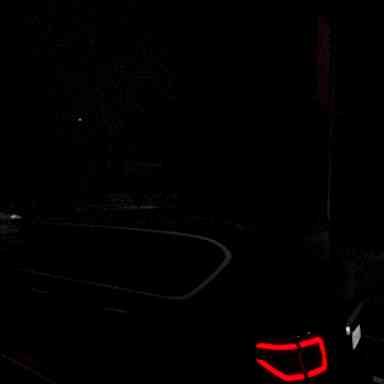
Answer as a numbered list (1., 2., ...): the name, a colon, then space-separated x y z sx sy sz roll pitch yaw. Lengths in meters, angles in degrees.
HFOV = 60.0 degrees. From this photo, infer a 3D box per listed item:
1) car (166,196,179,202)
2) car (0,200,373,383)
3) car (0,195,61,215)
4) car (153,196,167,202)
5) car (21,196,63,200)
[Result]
1. car: -0.846 1.432 46.952 2.128 1.511 4.902 3 1 36
2. car: -0.880 1.223 4.196 5.566 2.045 2.150 0 0 36
3. car: -15.491 1.187 32.206 1.882 1.535 5.008 3 2 36
4. car: -3.700 1.308 48.547 2.128 1.511 4.902 3 1 36
5. car: -12.998 1.320 30.117 2.128 1.511 4.902 3 1 36
